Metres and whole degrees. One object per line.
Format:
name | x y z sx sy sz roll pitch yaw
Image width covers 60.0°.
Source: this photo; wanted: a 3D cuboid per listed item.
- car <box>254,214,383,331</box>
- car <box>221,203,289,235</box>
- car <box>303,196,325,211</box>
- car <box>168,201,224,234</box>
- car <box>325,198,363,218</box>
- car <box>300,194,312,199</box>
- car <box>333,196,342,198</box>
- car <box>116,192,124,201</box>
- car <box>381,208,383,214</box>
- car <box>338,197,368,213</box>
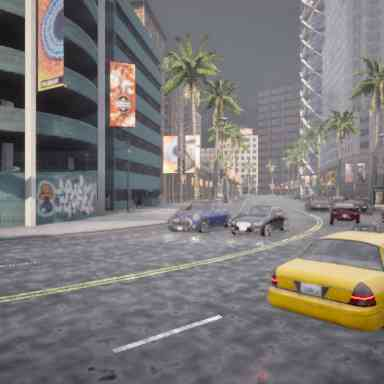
car | 3.637 1.452 6.801 5.366 1.575 1.801 0 0 -44
car | 3.772 1.480 17.971 2.128 1.511 4.902 0 0 33
car | 14.708 1.539 39.563 1.994 1.385 4.181 0 0 10
car | 0.587 1.335 19.511 2.097 1.767 4.553 0 0 33
car | 11.241 1.464 24.830 1.882 1.535 5.008 0 0 21
car | 29.243 1.301 83.729 2.185 1.767 4.553 0 0 10
car | 24.054 1.449 54.816 2.231 1.521 4.892 0 0 10
car | -11.626 0.978 53.577 2.435 2.045 5.566 0 0 10
car | 14.040 1.515 22.393 1.812 1.442 4.674 0 0 22
car | 17.787 1.580 36.957 1.895 1.301 4.718 0 0 11
